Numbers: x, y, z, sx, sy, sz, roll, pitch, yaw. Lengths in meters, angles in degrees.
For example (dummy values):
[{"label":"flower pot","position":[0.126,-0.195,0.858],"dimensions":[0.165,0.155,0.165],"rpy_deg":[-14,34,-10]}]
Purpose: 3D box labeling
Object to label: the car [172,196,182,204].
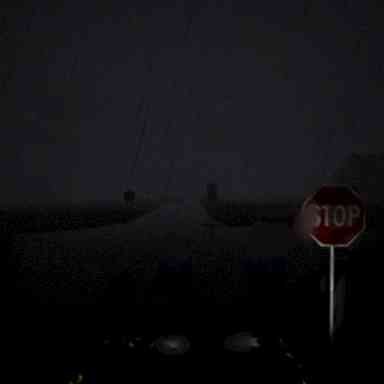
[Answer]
[{"label":"car","position":[-2.884,1.540,65.824],"dimensions":[2.033,1.411,5.357],"rpy_deg":[0,0,0]}]
